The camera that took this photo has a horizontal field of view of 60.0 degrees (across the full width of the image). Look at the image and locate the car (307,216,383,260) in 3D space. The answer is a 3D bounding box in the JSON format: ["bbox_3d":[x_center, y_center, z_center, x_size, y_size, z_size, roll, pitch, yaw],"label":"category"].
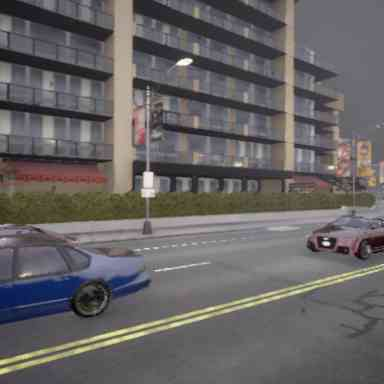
[{"bbox_3d":[6.305,1.622,12.724,4.181,1.385,1.994,0,0,-35],"label":"car"}]

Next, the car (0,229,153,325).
[{"bbox_3d":[-3.376,1.551,5.882,5.357,1.411,2.033,0,0,-36],"label":"car"}]

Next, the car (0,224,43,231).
[{"bbox_3d":[-5.149,1.569,8.909,4.181,1.385,1.994,0,0,-35],"label":"car"}]
